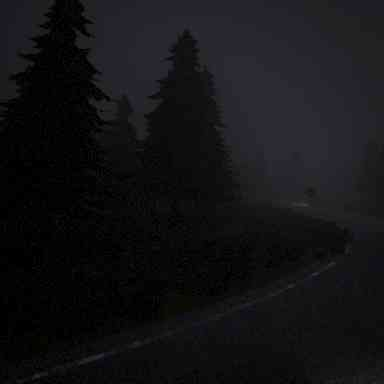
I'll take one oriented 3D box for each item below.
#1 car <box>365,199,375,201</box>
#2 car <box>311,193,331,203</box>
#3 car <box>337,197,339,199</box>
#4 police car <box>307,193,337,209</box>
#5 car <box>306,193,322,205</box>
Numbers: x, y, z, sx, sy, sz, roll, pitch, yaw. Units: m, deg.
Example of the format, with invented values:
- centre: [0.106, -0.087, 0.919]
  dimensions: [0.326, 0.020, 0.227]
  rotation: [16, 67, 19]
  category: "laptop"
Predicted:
- centre: [35.507, 2.232, 66.322]
  dimensions: [5.357, 1.411, 2.033]
  rotation: [7, -4, -18]
  category: "car"
- centre: [21.312, 0.971, 54.872]
  dimensions: [1.801, 1.575, 5.366]
  rotation: [2, 1, 36]
  category: "car"
- centre: [27.491, 1.554, 66.101]
  dimensions: [4.892, 1.490, 1.837]
  rotation: [6, -3, -31]
  category: "car"
- centre: [15.868, 1.112, 41.222]
  dimensions: [1.930, 1.638, 5.238]
  rotation: [4, 2, 7]
  category: "police car"
- centre: [18.398, 1.042, 49.948]
  dimensions: [1.837, 1.490, 4.892]
  rotation: [2, 2, 25]
  category: "car"
